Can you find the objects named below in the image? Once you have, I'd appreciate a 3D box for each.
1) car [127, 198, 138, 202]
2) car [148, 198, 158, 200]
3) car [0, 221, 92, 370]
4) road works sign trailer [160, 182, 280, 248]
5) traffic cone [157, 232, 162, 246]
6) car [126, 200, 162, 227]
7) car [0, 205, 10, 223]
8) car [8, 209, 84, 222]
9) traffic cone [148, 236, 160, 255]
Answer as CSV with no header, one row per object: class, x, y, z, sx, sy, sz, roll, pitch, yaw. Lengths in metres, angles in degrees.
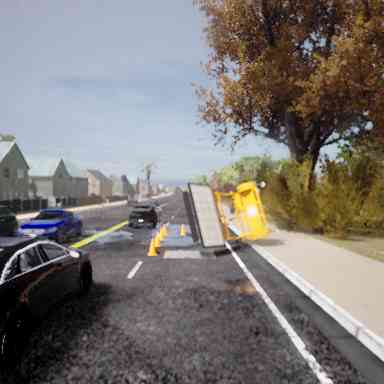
car,-10.161,1.749,57.504,1.994,1.385,4.181,0,0,0
car,-6.912,1.735,58.685,2.033,1.411,5.357,0,0,0
car,-3.181,1.515,5.695,2.128,1.511,4.902,0,0,0
road works sign trailer,1.049,0.978,13.035,2.880,2.380,3.560,-25,-20,36
traffic cone,-1.461,2.011,14.211,0.340,0.580,0.340,0,0,0
car,-3.287,1.594,23.723,1.837,1.490,4.892,0,0,0
car,-9.936,1.412,15.198,2.097,1.767,4.553,0,0,0
car,-6.693,1.589,16.256,1.812,1.442,4.674,0,0,0
traffic cone,-1.449,2.003,12.211,0.340,0.580,0.340,0,0,0
